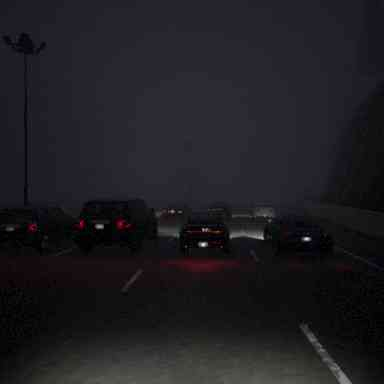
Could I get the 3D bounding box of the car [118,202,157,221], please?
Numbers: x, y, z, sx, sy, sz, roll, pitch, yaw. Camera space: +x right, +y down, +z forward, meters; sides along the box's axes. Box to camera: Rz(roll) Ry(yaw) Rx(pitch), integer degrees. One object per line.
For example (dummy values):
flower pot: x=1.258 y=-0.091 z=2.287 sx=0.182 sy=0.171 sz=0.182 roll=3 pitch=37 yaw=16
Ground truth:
car: x=-4.570 y=1.616 z=28.668 sx=1.895 sy=1.301 sz=4.718 roll=0 pitch=0 yaw=10

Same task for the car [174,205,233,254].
car: x=0.583 y=1.516 z=13.612 sx=1.837 sy=1.490 sz=4.892 roll=0 pitch=0 yaw=5

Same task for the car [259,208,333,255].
car: x=4.071 y=1.572 z=13.320 sx=1.994 sy=1.385 sz=4.181 roll=0 pitch=0 yaw=5

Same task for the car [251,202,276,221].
car: x=5.779 y=1.533 z=26.895 sx=1.812 sy=1.442 sz=4.674 roll=0 pitch=0 yaw=10

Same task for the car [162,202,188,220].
car: x=-1.124 y=1.563 z=28.057 sx=2.033 sy=1.411 sz=5.357 roll=0 pitch=0 yaw=10

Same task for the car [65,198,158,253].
car: x=-2.902 y=1.258 z=13.933 sx=2.150 sy=2.045 sz=5.566 roll=0 pitch=0 yaw=5

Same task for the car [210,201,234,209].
car: x=2.328 y=1.516 z=27.476 sx=1.837 sy=1.490 sz=4.892 roll=0 pitch=0 yaw=10

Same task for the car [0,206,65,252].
car: x=-6.395 y=1.366 z=14.165 sx=2.097 sy=1.767 sz=4.553 roll=0 pitch=0 yaw=5
